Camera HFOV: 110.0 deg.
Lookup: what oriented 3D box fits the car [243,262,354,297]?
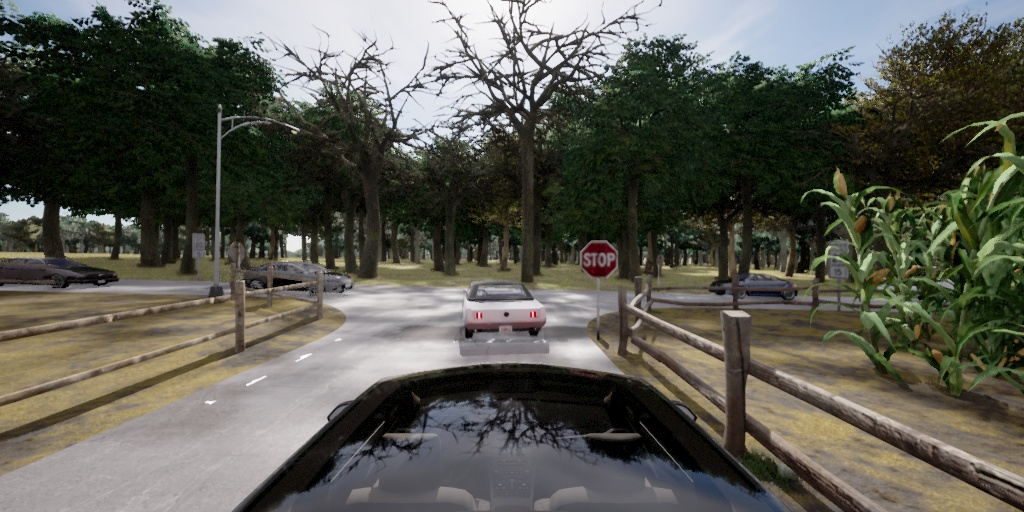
[{"bbox_3d":[-9.891,1.027,16.700,4.902,1.511,2.128,1,0,8],"label":"car"}]

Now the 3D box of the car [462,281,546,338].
[{"bbox_3d":[-0.458,1.345,10.221,1.895,1.301,4.718,0,0,-8],"label":"car"}]

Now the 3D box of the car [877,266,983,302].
[{"bbox_3d":[23.956,1.560,19.998,5.566,2.045,2.150,1,0,1],"label":"car"}]

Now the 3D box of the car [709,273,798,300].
[{"bbox_3d":[13.405,1.652,20.057,4.181,1.385,1.994,1,0,0],"label":"car"}]

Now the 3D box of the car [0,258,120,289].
[{"bbox_3d":[-22.406,0.786,17.275,5.357,1.411,2.033,1,0,0],"label":"car"}]
